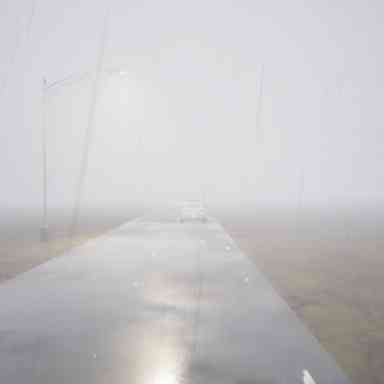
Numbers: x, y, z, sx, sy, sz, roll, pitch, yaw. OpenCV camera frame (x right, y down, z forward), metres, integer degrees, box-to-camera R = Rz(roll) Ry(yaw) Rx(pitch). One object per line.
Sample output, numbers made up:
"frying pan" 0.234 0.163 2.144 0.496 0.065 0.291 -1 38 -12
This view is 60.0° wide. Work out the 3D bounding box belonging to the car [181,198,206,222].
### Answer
"car" 0.114 1.462 25.218 1.812 1.442 4.674 0 0 0
